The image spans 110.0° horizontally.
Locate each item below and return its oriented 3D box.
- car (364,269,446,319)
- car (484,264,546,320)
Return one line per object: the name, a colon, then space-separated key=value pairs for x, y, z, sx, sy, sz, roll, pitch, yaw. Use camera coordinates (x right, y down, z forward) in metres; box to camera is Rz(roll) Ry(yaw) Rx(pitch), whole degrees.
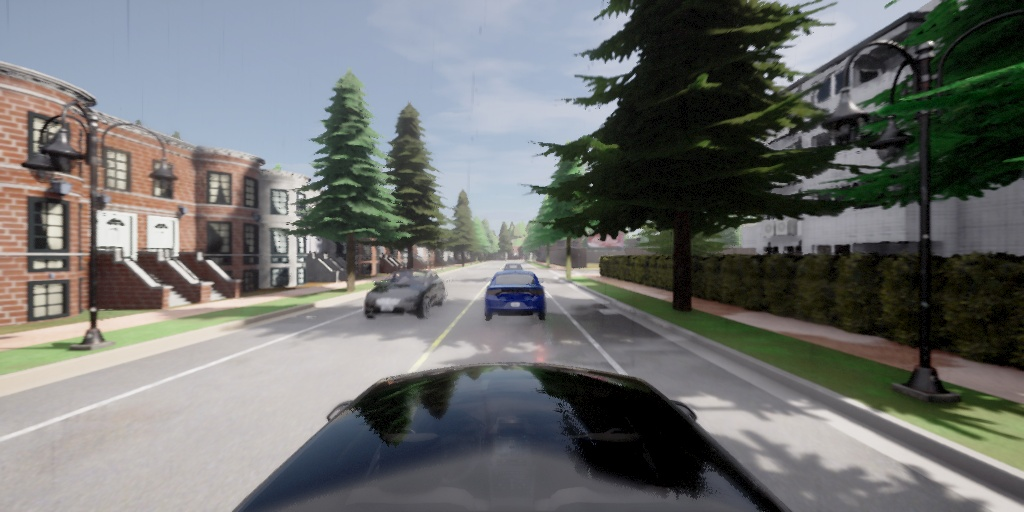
car: x=-3.587 y=1.242 z=12.768 sx=2.128 sy=1.511 sz=4.902 roll=0 pitch=0 yaw=0
car: x=0.101 y=1.228 z=12.660 sx=1.882 sy=1.535 sz=5.008 roll=0 pitch=0 yaw=0
